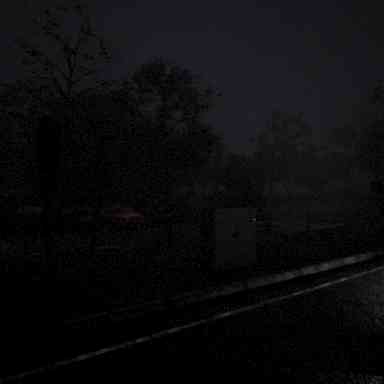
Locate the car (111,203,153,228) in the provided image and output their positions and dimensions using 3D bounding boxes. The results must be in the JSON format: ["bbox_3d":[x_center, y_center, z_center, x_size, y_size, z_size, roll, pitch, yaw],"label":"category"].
[{"bbox_3d":[-4.989,1.545,22.952,1.946,1.575,5.366,0,0,-36],"label":"car"}]

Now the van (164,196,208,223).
[{"bbox_3d":[-0.515,1.324,26.239,1.878,1.987,4.442,0,0,-36],"label":"van"}]

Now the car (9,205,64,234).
[{"bbox_3d":[-9.606,1.548,19.869,2.231,1.521,4.892,0,0,-36],"label":"car"}]

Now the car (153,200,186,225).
[{"bbox_3d":[-2.856,1.579,24.744,2.163,1.488,4.792,0,0,-36],"label":"car"}]

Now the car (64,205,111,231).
[{"bbox_3d":[-7.370,1.577,21.512,2.163,1.488,4.792,0,0,-36],"label":"car"}]
